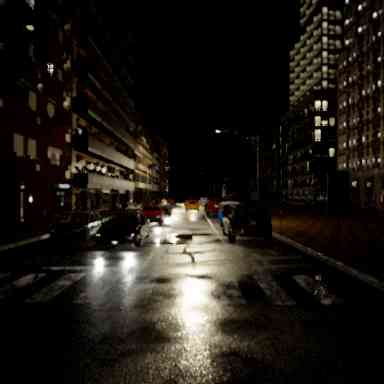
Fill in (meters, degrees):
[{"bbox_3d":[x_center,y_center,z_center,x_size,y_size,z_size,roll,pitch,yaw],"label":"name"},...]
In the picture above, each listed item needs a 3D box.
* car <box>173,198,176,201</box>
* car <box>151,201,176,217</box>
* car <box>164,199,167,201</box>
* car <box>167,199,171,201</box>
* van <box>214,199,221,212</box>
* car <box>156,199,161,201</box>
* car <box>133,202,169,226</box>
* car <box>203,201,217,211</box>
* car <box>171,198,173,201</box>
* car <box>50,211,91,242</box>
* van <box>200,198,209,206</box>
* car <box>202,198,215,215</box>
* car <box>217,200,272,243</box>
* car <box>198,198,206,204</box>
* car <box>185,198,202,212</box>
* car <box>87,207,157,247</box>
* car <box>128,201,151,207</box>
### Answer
[{"bbox_3d":[-5.736,2.482,88.793,1.887,1.381,4.507,0,-1,0],"label":"car"},{"bbox_3d":[-3.104,1.940,35.917,1.895,1.301,4.718,0,-1,0],"label":"car"},{"bbox_3d":[-5.718,1.986,55.636,1.967,1.590,4.097,0,-1,0],"label":"car"},{"bbox_3d":[-5.724,2.196,66.518,1.752,1.417,4.829,0,-1,0],"label":"car"},{"bbox_3d":[2.680,1.565,22.483,1.690,1.788,3.998,0,-1,0],"label":"van"},{"bbox_3d":[-5.712,1.862,44.584,1.967,1.590,4.097,0,-1,0],"label":"car"},{"bbox_3d":[-3.109,1.755,25.922,1.812,1.442,4.674,0,-1,0],"label":"car"},{"bbox_3d":[2.665,2.073,50.113,1.887,1.381,4.507,0,-1,0],"label":"car"},{"bbox_3d":[-5.727,2.282,72.213,1.887,1.381,4.507,0,-1,0],"label":"car"},{"bbox_3d":[-5.697,1.672,16.951,2.008,1.369,4.403,0,-1,0],"label":"car"},{"bbox_3d":[2.653,2.123,72.219,1.690,1.788,3.998,0,-1,0],"label":"van"},{"bbox_3d":[2.671,1.719,39.062,2.192,1.841,5.009,0,-1,0],"label":"car"},{"bbox_3d":[2.683,1.481,16.958,2.192,1.841,5.009,0,-1,0],"label":"car"},{"bbox_3d":[2.644,2.423,88.797,1.967,1.590,4.097,0,-1,0],"label":"car"},{"bbox_3d":[0.082,1.946,45.967,1.882,1.535,5.008,0,-1,0],"label":"car"},{"bbox_3d":[-3.103,1.674,16.045,2.033,1.411,5.357,0,-1,0],"label":"car"},{"bbox_3d":[-5.706,1.849,33.530,2.008,1.369,4.403,0,-1,0],"label":"car"}]
